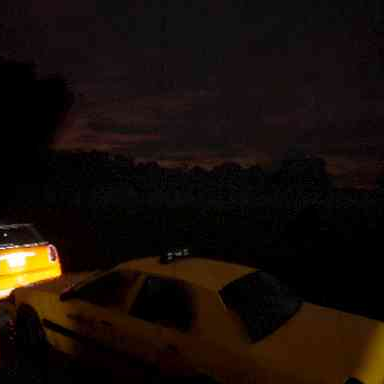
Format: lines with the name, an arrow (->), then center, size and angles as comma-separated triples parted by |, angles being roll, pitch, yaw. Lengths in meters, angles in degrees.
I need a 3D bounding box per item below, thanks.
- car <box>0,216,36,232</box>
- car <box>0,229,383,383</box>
car -> -5.109, 1.372, 7.706 | 4.553, 1.767, 2.097 | 0, 0, 36
car -> -0.442, 1.482, 4.292 | 5.366, 1.575, 1.801 | 0, 0, 36
